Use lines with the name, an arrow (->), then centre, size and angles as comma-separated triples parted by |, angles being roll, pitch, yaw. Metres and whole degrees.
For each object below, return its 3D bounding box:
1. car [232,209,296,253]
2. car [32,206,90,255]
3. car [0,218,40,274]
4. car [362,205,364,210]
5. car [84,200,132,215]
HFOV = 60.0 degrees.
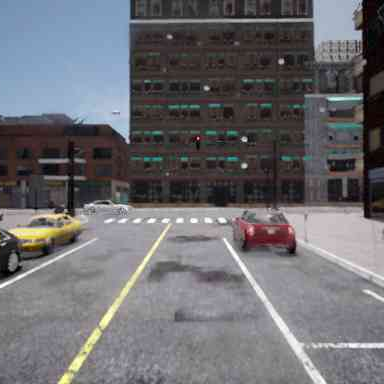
car -> 2.759, 1.400, 13.493 | 1.967, 1.590, 4.097 | 1, 0, 0
car -> -5.807, 1.486, 13.273 | 1.752, 1.417, 4.829 | 1, 0, 0
car -> -5.640, 1.528, 7.757 | 2.008, 1.369, 4.403 | 1, 0, 0
car -> 17.661, 1.190, 29.374 | 4.829, 1.417, 1.752 | -1, 0, 1
car -> -8.202, 1.506, 32.462 | 4.674, 1.442, 1.812 | 0, -1, 1
